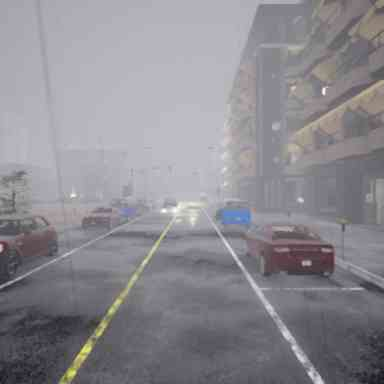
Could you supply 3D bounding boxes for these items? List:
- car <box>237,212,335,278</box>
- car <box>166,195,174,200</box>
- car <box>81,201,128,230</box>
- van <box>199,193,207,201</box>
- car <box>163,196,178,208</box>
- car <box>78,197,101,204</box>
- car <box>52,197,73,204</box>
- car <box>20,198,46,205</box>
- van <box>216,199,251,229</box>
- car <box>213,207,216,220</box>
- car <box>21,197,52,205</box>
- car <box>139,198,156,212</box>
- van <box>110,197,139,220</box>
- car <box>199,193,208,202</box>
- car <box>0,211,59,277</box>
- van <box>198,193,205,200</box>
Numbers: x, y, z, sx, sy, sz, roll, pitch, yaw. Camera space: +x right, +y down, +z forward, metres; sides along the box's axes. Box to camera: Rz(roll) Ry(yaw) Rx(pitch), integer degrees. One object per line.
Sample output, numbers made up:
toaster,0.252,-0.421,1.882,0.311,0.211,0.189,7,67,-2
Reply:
car,2.699,1.544,10.058,1.887,1.381,4.507,1,0,0
car,-5.694,1.455,87.543,1.887,1.381,4.507,1,0,0
car,-5.650,1.540,21.315,1.887,1.381,4.507,1,0,0
van,2.690,1.262,81.998,1.690,1.788,3.998,1,0,0
car,-3.011,1.575,47.056,1.895,1.301,4.718,0,0,0
car,-19.729,1.653,64.210,4.403,1.369,2.008,0,-1,1
car,-25.210,1.693,64.284,4.313,1.339,1.947,0,-1,1
car,-30.690,1.735,64.357,4.206,1.307,1.802,0,-1,1
van,2.700,1.337,21.349,1.690,1.788,3.998,1,0,0
car,2.696,1.558,26.995,1.947,1.339,4.313,1,0,0
car,-26.387,1.456,55.662,4.097,1.590,1.967,0,-1,1
car,-5.652,1.423,38.252,1.967,1.590,4.097,1,0,0
van,-5.648,1.333,26.960,1.690,1.788,3.998,1,0,0
car,2.688,1.482,76.420,2.008,1.369,4.403,1,0,0
car,-5.647,1.440,10.024,1.967,1.590,4.097,1,0,0
van,2.688,1.241,93.161,1.690,1.788,3.998,1,0,0
